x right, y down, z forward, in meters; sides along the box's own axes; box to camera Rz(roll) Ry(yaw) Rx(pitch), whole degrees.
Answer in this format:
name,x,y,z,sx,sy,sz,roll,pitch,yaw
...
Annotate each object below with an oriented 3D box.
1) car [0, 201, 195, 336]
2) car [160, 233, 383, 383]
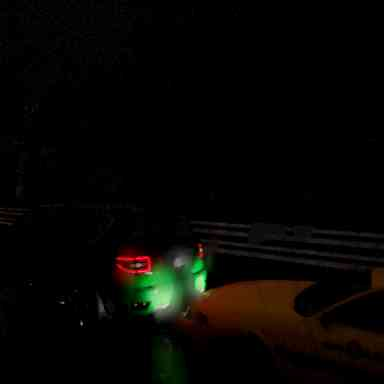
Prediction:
name,x,y,z,sx,sy,sz,roll,pitch,yaw
car,-2.342,1.199,6.878,5.566,2.045,2.150,0,0,36
car,2.324,1.459,3.495,5.366,1.575,1.801,0,0,36
